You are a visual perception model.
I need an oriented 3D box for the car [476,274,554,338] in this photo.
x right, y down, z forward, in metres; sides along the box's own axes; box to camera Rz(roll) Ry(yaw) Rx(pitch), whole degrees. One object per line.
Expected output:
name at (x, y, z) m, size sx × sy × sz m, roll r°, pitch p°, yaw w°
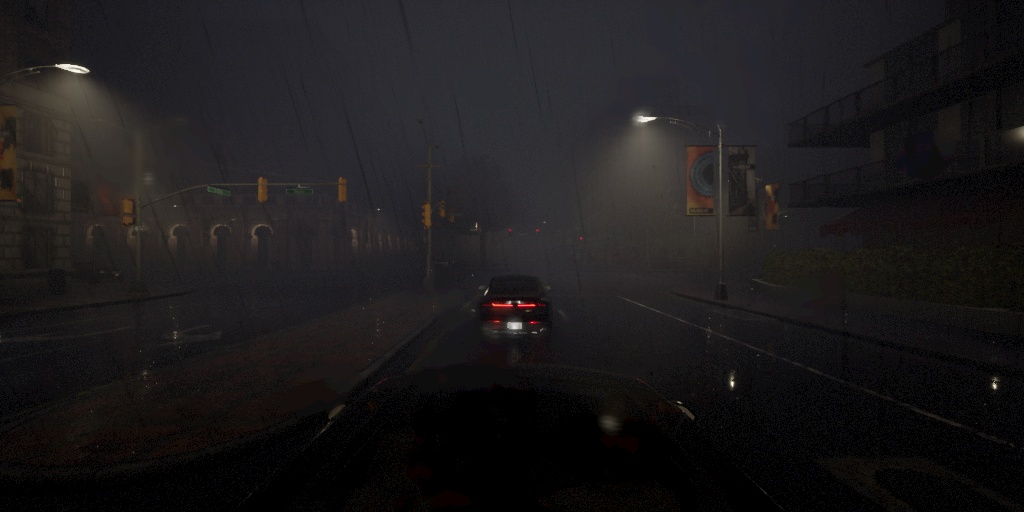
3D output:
car at (0.077, 1.255, 10.142) m, size 1.837 × 1.490 × 4.892 m, roll 0°, pitch 0°, yaw 0°

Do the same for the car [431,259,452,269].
car at (-11.541, 1.274, 58.564) m, size 1.812 × 1.442 × 4.674 m, roll 0°, pitch 0°, yaw 0°

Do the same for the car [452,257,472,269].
car at (-8.051, 1.274, 58.339) m, size 1.812 × 1.442 × 4.674 m, roll 0°, pitch 0°, yaw 0°

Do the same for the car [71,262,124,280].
car at (-33.899, 1.241, 28.542) m, size 4.902 × 1.511 × 2.128 m, roll 0°, pitch 0°, yaw 0°
